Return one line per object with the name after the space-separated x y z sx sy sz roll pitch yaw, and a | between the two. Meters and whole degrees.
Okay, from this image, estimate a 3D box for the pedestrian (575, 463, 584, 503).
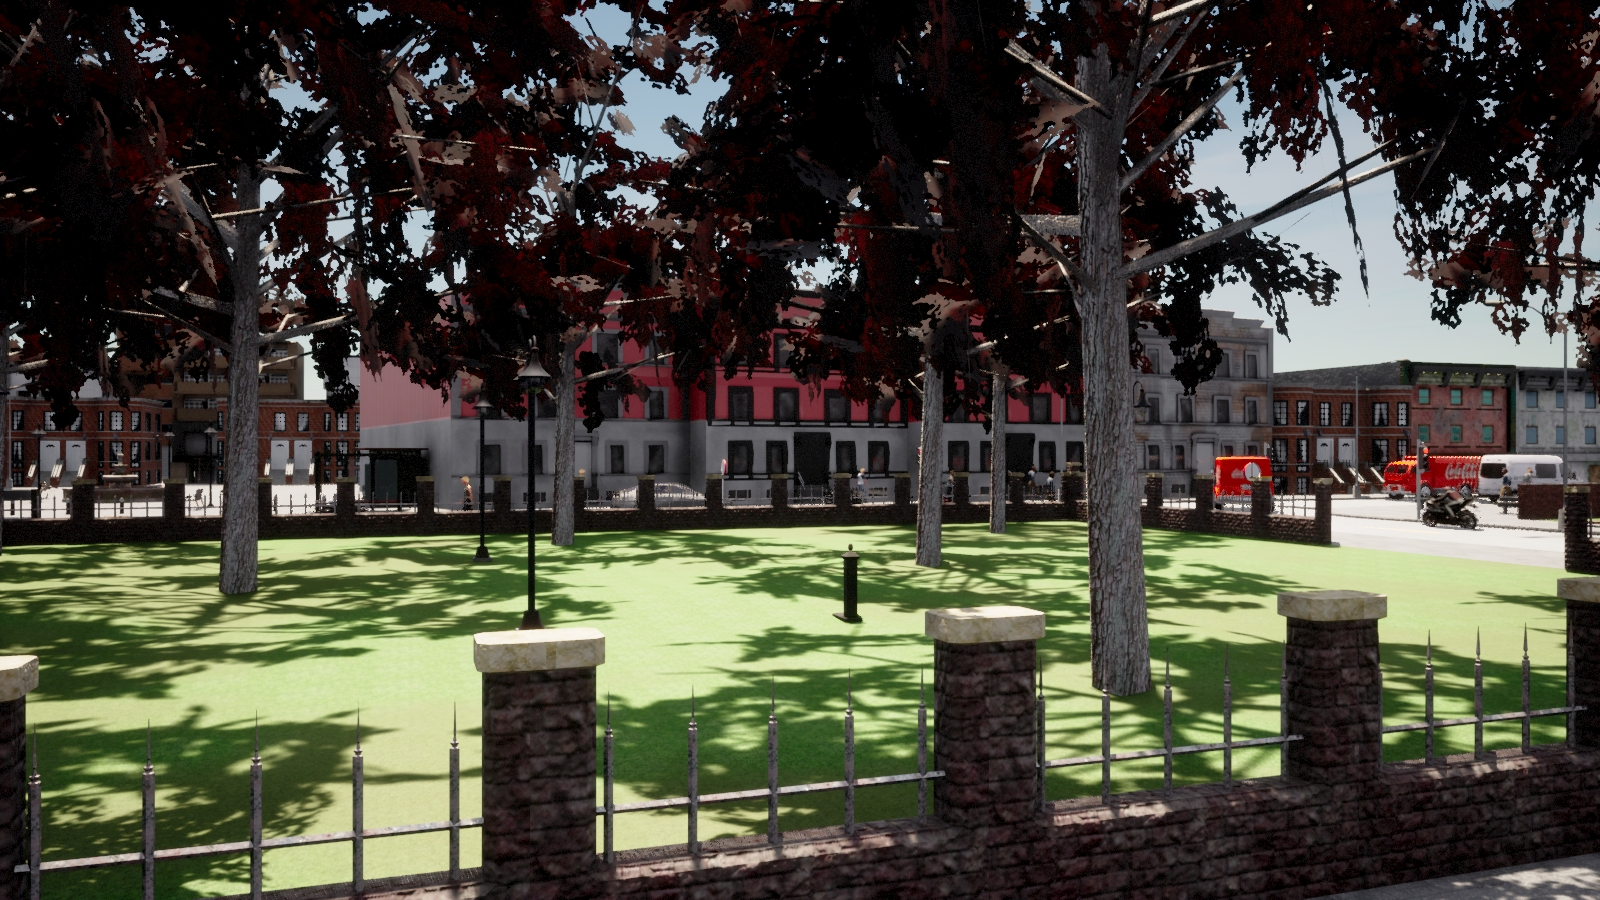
-10.282 1.524 53.270 0.375 1.860 0.375 0 0 -22 | pedestrian

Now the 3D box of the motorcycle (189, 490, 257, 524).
-20.359 1.992 40.360 2.033 1.145 0.803 0 0 -19 | motorcycle

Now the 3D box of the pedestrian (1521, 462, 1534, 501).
35.218 1.515 55.341 0.375 1.860 0.375 0 0 -4 | pedestrian

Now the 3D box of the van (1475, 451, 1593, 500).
39.073 1.314 60.810 5.915 2.561 1.988 0 0 -18 | van

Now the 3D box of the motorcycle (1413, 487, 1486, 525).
23.116 1.985 40.706 0.867 1.251 2.209 0 0 -20 | motorcycle

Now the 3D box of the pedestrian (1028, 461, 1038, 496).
12.436 1.524 61.072 0.375 1.860 0.375 0 0 -18 | pedestrian

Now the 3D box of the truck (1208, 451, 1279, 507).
20.732 1.343 53.649 2.627 2.467 5.204 -1 -1 16 | truck

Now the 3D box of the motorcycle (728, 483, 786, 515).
-1.746 1.985 46.516 2.209 1.251 0.867 0 0 -21 | motorcycle

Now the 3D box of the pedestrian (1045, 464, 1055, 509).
10.433 1.525 47.691 0.375 1.860 0.375 0 0 15 | pedestrian

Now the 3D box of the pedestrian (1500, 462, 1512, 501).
33.865 1.517 54.786 0.375 1.860 0.375 0 0 7 | pedestrian

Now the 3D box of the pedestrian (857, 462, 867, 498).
3.162 1.523 58.090 0.375 1.860 0.375 0 0 -22 | pedestrian

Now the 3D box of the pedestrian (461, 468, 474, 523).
-11.180 1.523 38.409 0.375 1.860 0.375 0 0 -19 | pedestrian

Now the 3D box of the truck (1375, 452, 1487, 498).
35.004 1.348 63.458 5.204 2.467 2.627 0 0 -19 | truck

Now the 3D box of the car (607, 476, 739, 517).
-5.083 1.827 45.567 4.902 1.511 2.128 0 0 -19 | car
